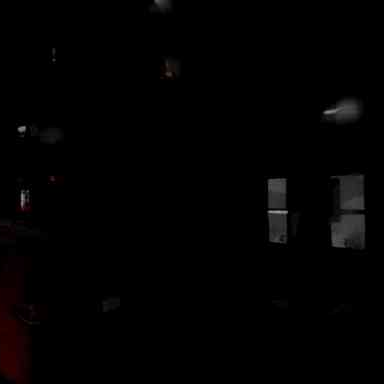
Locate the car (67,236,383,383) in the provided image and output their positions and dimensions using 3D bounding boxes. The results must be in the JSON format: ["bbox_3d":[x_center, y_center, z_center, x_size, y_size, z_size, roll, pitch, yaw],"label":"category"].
[{"bbox_3d":[1.825,1.315,1.755,5.009,1.841,2.192,0,-1,36],"label":"car"}]

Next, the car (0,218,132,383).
[{"bbox_3d":[-2.821,1.316,5.058,5.009,1.841,2.192,0,-1,36],"label":"car"}]
